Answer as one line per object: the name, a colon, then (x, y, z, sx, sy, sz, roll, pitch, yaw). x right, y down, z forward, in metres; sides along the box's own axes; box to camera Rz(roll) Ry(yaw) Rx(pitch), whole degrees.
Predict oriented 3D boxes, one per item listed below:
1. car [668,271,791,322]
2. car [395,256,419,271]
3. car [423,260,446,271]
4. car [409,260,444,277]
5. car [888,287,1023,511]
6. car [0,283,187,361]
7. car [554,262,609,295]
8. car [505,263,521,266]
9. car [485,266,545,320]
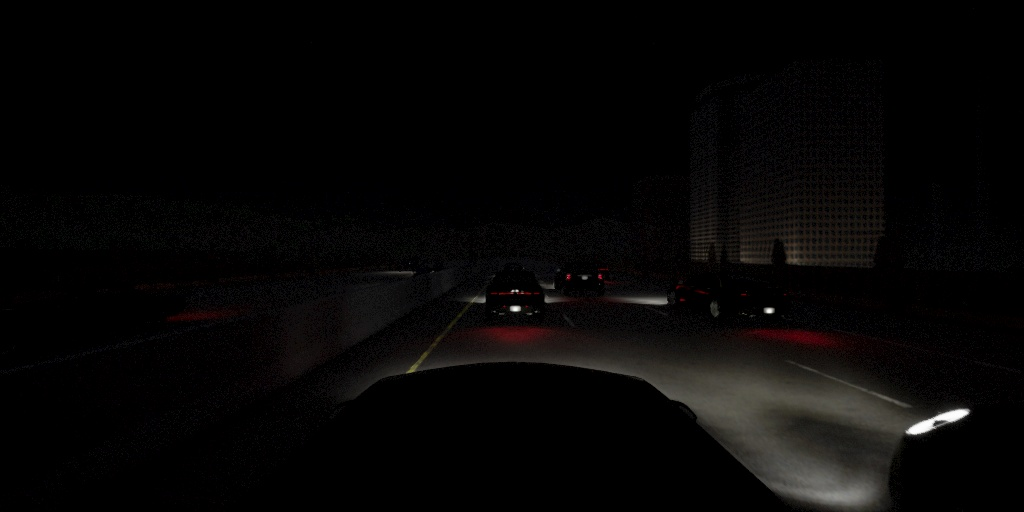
car: (7.098, 1.255, 12.313, 1.837, 1.490, 4.892, 0, 0, 0)
car: (-14.142, 0.979, 49.018, 2.150, 2.045, 5.566, 0, 0, 0)
car: (-10.660, 1.302, 49.792, 2.033, 1.411, 5.357, 0, 0, -1)
car: (-7.100, 1.278, 30.879, 1.812, 1.442, 4.674, 0, 0, 0)
car: (3.604, 1.103, 0.497, 2.097, 1.767, 4.553, 0, 0, 0)
car: (-10.601, 1.352, 8.392, 1.895, 1.301, 4.718, 0, 0, 0)
car: (3.598, 1.103, 19.849, 2.097, 1.767, 4.553, 0, 0, 0)
car: (0.097, 1.300, 31.035, 2.033, 1.411, 5.357, 0, 0, 0)
car: (0.098, 1.256, 12.670, 1.837, 1.490, 4.892, 0, 0, 0)
